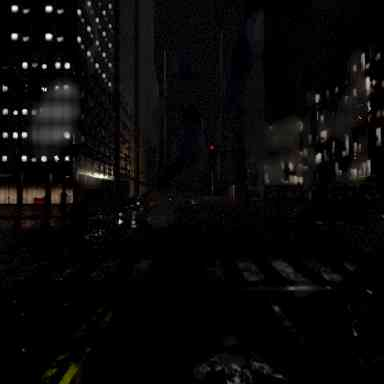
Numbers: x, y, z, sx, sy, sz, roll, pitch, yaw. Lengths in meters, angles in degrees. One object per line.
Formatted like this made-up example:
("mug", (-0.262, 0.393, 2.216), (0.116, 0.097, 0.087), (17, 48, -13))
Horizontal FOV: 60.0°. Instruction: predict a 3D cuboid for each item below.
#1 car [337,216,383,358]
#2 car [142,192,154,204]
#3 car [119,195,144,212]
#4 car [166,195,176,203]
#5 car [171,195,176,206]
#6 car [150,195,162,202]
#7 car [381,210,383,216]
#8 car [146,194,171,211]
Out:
("car", (3.349, 1.345, 3.463), (2.097, 1.767, 4.553), (0, 0, 0))
("car", (-7.379, 1.088, 55.514), (2.150, 2.045, 5.566), (0, 0, -1))
("car", (-7.129, 1.413, 38.345), (1.837, 1.490, 4.892), (0, 1, -1))
("car", (-4.301, 1.351, 67.746), (1.812, 1.442, 4.674), (0, 0, -1))
("car", (-4.104, 1.224, 52.548), (2.097, 1.767, 4.553), (0, 0, -1))
("car", (-7.587, 1.349, 70.170), (2.033, 1.411, 5.357), (0, 0, -1))
("car", (16.579, 1.538, 24.532), (4.902, 1.511, 2.128), (0, -1, 2))
("car", (-3.888, 1.386, 39.075), (1.882, 1.535, 5.008), (0, 1, -1))
